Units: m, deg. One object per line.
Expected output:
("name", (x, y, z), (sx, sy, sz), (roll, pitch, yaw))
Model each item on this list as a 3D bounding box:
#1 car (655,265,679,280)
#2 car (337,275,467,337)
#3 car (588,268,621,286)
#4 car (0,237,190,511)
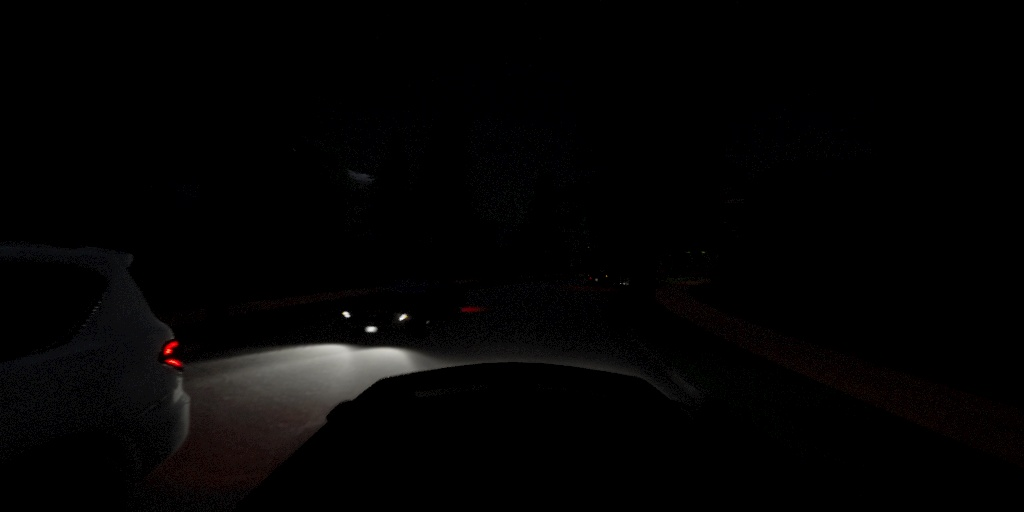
("car", (19.105, 1.982, 44.823), (4.553, 1.767, 2.097), (2, -1, -44))
("car", (-2.795, 1.299, 10.707), (2.033, 1.411, 5.357), (1, 0, 8))
("car", (7.838, 1.732, 30.601), (1.812, 1.442, 4.674), (1, 0, 29))
("car", (-3.383, 0.869, 0.265), (2.150, 2.045, 5.566), (2, -1, -1))
